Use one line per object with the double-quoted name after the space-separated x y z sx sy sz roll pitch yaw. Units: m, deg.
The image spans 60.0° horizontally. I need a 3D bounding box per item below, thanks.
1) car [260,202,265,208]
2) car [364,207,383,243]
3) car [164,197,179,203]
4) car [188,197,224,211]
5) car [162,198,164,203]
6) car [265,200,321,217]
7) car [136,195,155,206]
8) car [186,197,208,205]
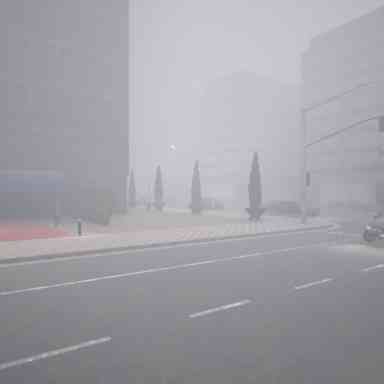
9.420 1.564 36.680 1.994 1.385 4.181 0 0 -35 "car"
9.576 1.526 15.200 4.674 1.442 1.812 0 1 -43 "car"
-4.736 1.600 69.582 1.895 1.301 4.718 0 0 -34 "car"
1.981 1.353 41.224 2.097 1.767 4.553 0 0 -35 "car"
-7.739 1.351 61.375 2.097 1.767 4.553 0 0 -34 "car"
9.433 1.505 30.552 1.837 1.490 4.892 0 0 -35 "car"
-7.497 1.601 54.845 1.895 1.301 4.718 0 0 -35 "car"
0.921 1.564 61.417 1.994 1.385 4.181 0 0 -34 "car"
